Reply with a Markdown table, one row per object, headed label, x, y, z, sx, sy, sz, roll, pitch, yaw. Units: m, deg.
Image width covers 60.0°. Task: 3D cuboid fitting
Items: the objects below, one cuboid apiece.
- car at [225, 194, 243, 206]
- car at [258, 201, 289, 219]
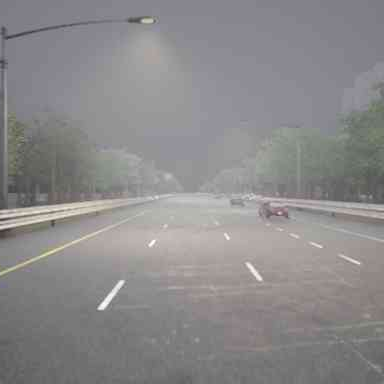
| label | x | y | z | sx | sy | sz | roll | pitch | yaw |
| --- | --- | --- | --- | --- | --- | --- | --- | --- | --- |
| car | 7.108 | 1.490 | 53.618 | 2.128 | 1.511 | 4.902 | 0 | 0 | 0 |
| car | 7.034 | 1.529 | 28.872 | 1.812 | 1.442 | 4.674 | 0 | 0 | 0 |
